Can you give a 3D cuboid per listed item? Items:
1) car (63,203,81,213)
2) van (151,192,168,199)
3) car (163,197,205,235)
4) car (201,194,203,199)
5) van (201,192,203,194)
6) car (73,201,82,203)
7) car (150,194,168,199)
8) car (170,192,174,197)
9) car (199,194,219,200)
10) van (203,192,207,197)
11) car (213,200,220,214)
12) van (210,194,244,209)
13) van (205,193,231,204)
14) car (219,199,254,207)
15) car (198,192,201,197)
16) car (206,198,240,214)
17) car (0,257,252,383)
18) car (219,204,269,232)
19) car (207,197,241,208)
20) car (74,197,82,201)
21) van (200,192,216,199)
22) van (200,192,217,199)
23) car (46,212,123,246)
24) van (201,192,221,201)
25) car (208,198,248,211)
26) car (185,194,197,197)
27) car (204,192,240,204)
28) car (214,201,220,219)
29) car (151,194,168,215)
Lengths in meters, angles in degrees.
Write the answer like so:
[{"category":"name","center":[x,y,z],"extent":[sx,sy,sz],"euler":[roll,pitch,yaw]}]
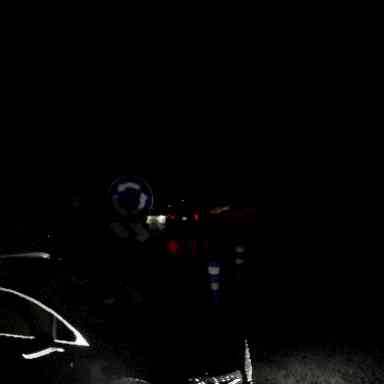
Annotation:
[{"category":"car","center":[-8.467,1.852,25.568],"extent":[4.792,1.488,2.163],"euler":[0,1,0]},{"category":"van","center":[-8.919,0.940,92.179],"extent":[4.442,1.987,1.878],"euler":[0,0,0]},{"category":"car","center":[-0.515,1.613,22.146],"extent":[2.150,2.045,5.566],"euler":[0,1,-1]},{"category":"car","center":[4.481,1.404,56.097],"extent":[5.008,1.535,2.097],"euler":[0,0,0]},{"category":"van","center":[4.328,1.141,61.635],"extent":[4.442,1.987,1.878],"euler":[0,0,0]},{"category":"car","center":[-8.447,1.779,28.344],"extent":[5.008,1.535,2.097],"euler":[0,1,0]},{"category":"car","center":[-8.784,1.224,89.406],"extent":[4.674,1.452,2.002],"euler":[0,0,0]},{"category":"car","center":[-4.077,1.172,58.412],"extent":[2.150,2.045,5.566],"euler":[0,0,0]},{"category":"car","center":[4.318,1.216,83.798],"extent":[5.008,1.535,2.097],"euler":[0,0,0]},{"category":"van","center":[4.382,1.200,53.309],"extent":[4.442,1.987,1.878],"euler":[0,1,-1]},{"category":"car","center":[4.609,1.770,31.179],"extent":[4.674,1.452,2.002],"euler":[0,1,0]},{"category":"van","center":[4.652,1.291,45.147],"extent":[4.442,1.987,1.878],"euler":[0,1,0]},{"category":"van","center":[4.577,1.159,58.866],"extent":[4.442,1.987,1.878],"euler":[0,0,0]},{"category":"car","center":[4.673,1.688,25.762],"extent":[4.553,1.767,2.185],"euler":[0,1,0]},{"category":"car","center":[4.402,1.096,64.405],"extent":[5.566,2.045,2.435],"euler":[0,0,0]},{"category":"car","center":[4.411,1.684,33.947],"extent":[5.366,1.575,1.946],"euler":[0,1,0]},{"category":"car","center":[-1.797,1.574,3.774],"extent":[4.892,1.490,1.837],"euler":[0,-2,9]},{"category":"car","center":[4.652,1.857,22.993],"extent":[5.008,1.535,2.097],"euler":[0,1,0]},{"category":"car","center":[4.549,1.509,47.921],"extent":[4.792,1.488,2.163],"euler":[0,1,0]},{"category":"car","center":[-8.439,1.485,31.116],"extent":[5.566,2.045,2.435],"euler":[0,1,0]},{"category":"van","center":[4.395,0.934,92.108],"extent":[4.442,1.987,1.878],"euler":[0,0,0]},{"category":"van","center":[4.410,0.952,89.463],"extent":[4.442,1.987,1.878],"euler":[0,0,0]},{"category":"car","center":[-4.885,1.869,16.162],"extent":[1.837,1.490,4.892],"euler":[0,-2,17]},{"category":"van","center":[4.470,1.027,78.382],"extent":[4.442,1.987,1.878],"euler":[0,0,0]},{"category":"car","center":[4.523,1.588,42.257],"extent":[4.792,1.488,2.163],"euler":[0,1,0]},{"category":"car","center":[-0.500,1.446,54.217],"extent":[1.837,1.490,4.892],"euler":[0,1,1]},{"category":"car","center":[4.595,1.350,39.483],"extent":[5.566,2.045,2.435],"euler":[0,1,0]},{"category":"car","center":[4.598,1.803,28.409],"extent":[4.792,1.488,2.163],"euler":[0,1,0]},{"category":"car","center":[-4.061,1.377,37.481],"extent":[2.150,2.045,5.566],"euler":[0,1,0]}]
